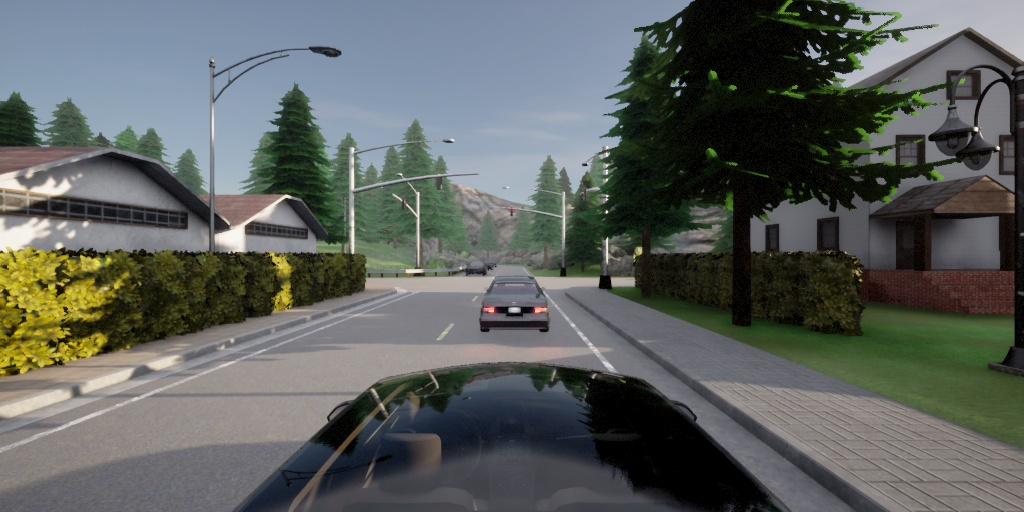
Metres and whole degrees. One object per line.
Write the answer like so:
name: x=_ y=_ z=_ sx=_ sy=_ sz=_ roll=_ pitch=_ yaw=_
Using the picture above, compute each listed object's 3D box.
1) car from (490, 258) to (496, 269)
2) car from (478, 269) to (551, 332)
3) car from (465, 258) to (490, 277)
car: x=-3.547 y=1.351 z=48.802 sx=1.895 sy=1.301 sz=4.718 roll=0 pitch=0 yaw=0
car: x=0.077 y=1.297 z=10.807 sx=2.033 sy=1.411 sz=5.357 roll=0 pitch=0 yaw=0
car: x=-3.552 y=1.226 z=36.180 sx=1.882 sy=1.535 sz=5.008 roll=0 pitch=0 yaw=-1
